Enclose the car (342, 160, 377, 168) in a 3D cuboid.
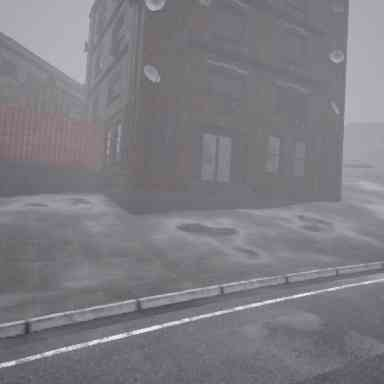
[{"bbox_3d":[20.960,-3.284,42.378,4.553,1.767,2.185,2,-3,14],"label":"car"}]
